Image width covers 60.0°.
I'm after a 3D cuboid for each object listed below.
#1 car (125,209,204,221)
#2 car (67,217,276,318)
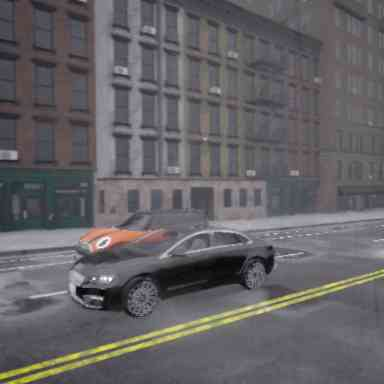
[{"bbox_3d":[-1.326,1.380,10.724,4.553,1.767,2.097,0,0,-36],"label":"car"},{"bbox_3d":[-0.199,1.514,7.537,4.902,1.511,2.128,0,0,-36],"label":"car"}]
